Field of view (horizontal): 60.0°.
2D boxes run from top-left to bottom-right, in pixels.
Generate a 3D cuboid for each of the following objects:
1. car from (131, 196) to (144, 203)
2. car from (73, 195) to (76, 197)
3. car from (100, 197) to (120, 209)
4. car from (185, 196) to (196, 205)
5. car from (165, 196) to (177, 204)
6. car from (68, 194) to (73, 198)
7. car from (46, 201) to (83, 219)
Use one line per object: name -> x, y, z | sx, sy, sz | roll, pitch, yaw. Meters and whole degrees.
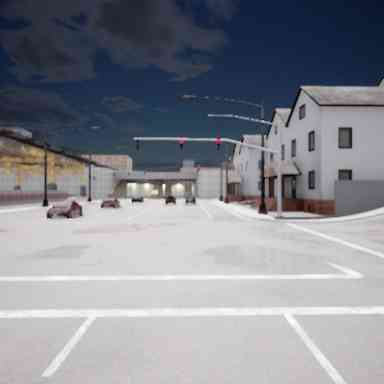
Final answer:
car -> -10.765, 1.456, 66.028 | 2.033, 1.411, 5.357 | 0, 0, 0
car -> -32.012, 1.335, 84.609 | 2.038, 1.542, 4.974 | 0, 0, -37
car -> -10.761, 1.464, 44.124 | 1.812, 1.442, 4.674 | 0, 0, 0
car -> -0.233, 1.407, 59.012 | 2.128, 1.511, 4.902 | 0, 0, 0
car -> -3.731, 1.423, 58.998 | 1.837, 1.490, 4.892 | 0, 0, 0
car -> -31.983, 1.342, 80.001 | 2.038, 1.542, 4.974 | 0, 0, 43
car -> -10.710, 1.486, 28.348 | 1.812, 1.442, 4.674 | 0, 0, 0
